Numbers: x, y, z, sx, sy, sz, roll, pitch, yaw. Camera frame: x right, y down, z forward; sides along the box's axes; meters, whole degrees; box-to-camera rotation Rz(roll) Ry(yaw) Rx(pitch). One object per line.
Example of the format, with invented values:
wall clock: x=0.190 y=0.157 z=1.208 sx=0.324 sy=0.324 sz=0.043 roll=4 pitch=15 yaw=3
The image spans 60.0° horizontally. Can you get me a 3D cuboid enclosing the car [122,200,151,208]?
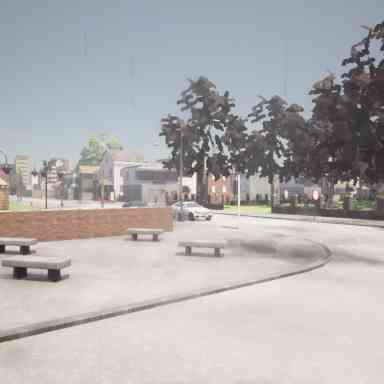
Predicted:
car: x=-5.865 y=1.564 z=35.164 sx=1.994 sy=1.385 sz=4.181 roll=0 pitch=0 yaw=-35

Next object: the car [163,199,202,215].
car: x=-1.092 y=1.505 z=35.627 sx=1.837 sy=1.490 sz=4.892 roll=0 pitch=0 yaw=-36

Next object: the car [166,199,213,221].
car: x=-0.267 y=1.526 z=27.279 sx=1.812 sy=1.442 sz=4.674 roll=0 pitch=0 yaw=-36
